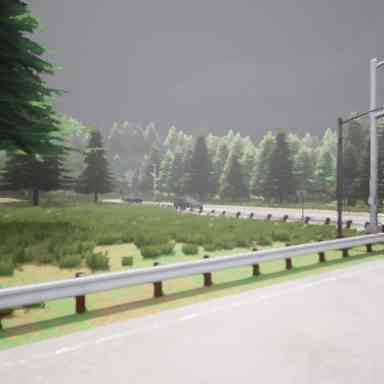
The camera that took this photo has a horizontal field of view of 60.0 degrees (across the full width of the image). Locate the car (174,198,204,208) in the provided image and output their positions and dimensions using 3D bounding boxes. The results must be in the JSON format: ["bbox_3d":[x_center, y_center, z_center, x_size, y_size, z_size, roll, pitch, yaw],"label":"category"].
[{"bbox_3d":[-0.499,1.486,41.925,1.837,1.490,4.892,0,0,-36],"label":"car"}]
